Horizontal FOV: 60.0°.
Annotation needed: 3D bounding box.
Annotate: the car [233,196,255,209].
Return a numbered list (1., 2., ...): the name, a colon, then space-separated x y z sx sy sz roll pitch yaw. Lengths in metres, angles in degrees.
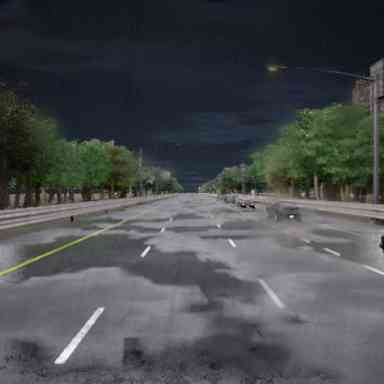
1. car: 7.069 1.602 44.277 1.895 1.301 4.718 0 0 0

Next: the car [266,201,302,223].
1. car: 7.035 1.507 25.854 1.837 1.490 4.892 0 0 0

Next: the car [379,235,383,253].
1. car: 7.005 1.602 8.687 1.895 1.301 4.718 0 0 0

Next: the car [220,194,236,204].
1. car: 7.104 1.492 63.187 2.128 1.511 4.902 0 0 0

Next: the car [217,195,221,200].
1. car: 8.303 1.523 94.191 2.128 1.511 4.902 0 0 12
